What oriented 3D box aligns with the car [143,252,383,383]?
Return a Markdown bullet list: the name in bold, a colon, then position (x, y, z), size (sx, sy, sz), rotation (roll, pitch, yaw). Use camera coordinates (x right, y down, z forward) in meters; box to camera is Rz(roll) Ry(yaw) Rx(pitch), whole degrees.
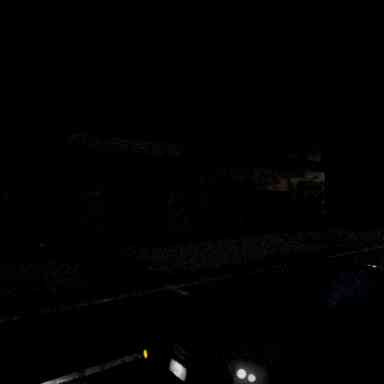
- **car**: position (1.481, 1.577, 4.442), size (4.181, 1.385, 1.994), rotation (0, 0, -36)
